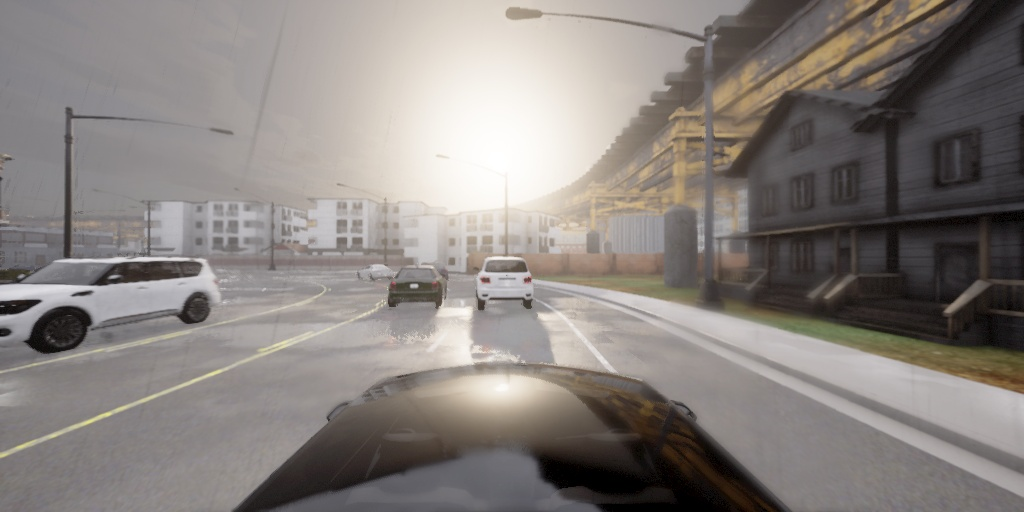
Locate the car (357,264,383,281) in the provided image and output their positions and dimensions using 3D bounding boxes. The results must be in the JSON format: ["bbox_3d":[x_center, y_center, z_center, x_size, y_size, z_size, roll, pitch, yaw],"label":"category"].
[{"bbox_3d":[-12.595,1.492,32.921,1.812,1.442,4.674,1,-1,-43],"label":"car"}]

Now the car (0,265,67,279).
[{"bbox_3d":[-48.591,1.589,36.378,4.718,1.301,1.895,0,0,2],"label":"car"}]

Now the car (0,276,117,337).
[{"bbox_3d":[-14.041,1.348,9.134,2.033,1.411,5.357,0,0,0],"label":"car"}]

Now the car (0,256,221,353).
[{"bbox_3d":[-10.550,1.024,9.336,2.150,2.045,5.566,0,0,-1],"label":"car"}]

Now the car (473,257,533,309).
[{"bbox_3d":[-0.495,1.071,15.851,2.150,2.045,5.566,0,0,-7],"label":"car"}]

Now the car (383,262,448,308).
[{"bbox_3d":[-4.077,1.201,15.984,2.097,1.767,4.553,0,0,-8],"label":"car"}]
